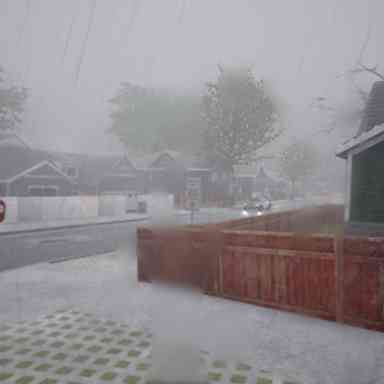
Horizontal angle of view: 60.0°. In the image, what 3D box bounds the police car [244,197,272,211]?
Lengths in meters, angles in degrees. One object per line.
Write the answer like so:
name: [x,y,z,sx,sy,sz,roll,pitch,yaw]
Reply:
police car: [7.612,1.358,38.554,2.038,1.542,4.974,3,2,30]
